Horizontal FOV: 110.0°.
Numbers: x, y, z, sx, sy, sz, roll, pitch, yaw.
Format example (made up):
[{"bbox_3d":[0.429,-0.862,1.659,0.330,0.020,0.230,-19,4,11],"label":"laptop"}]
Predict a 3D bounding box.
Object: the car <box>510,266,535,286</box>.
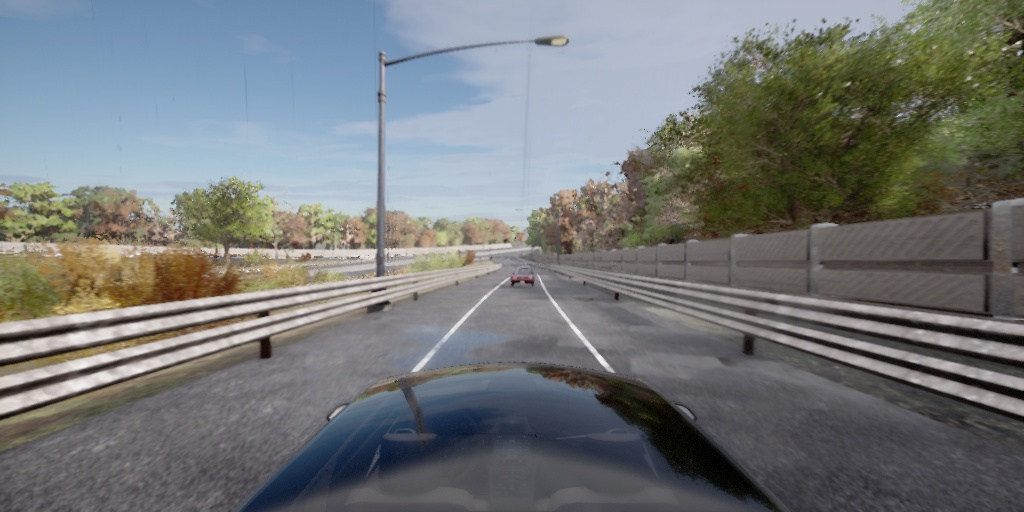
[{"bbox_3d":[0.884,1.720,29.085,1.895,1.301,4.718,0,-1,3],"label":"car"}]
